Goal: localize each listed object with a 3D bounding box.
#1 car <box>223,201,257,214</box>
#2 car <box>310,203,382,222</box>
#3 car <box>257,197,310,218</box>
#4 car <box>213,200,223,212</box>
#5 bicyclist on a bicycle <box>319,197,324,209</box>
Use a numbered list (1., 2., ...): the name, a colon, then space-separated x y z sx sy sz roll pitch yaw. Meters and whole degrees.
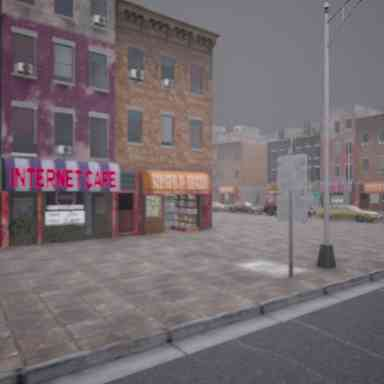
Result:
1. car: 5.630 1.648 34.919 1.802 1.307 4.206 0 0 -36
2. car: 12.069 1.562 25.910 1.752 1.417 4.829 0 0 -36
3. car: 8.800 1.367 30.484 2.192 1.841 5.009 0 0 -36
4. car: 2.558 1.606 39.216 1.752 1.417 4.829 0 0 -36
5. bicyclist on a bicycle: 13.351 1.361 33.827 1.656 1.620 0.582 0 0 -36
